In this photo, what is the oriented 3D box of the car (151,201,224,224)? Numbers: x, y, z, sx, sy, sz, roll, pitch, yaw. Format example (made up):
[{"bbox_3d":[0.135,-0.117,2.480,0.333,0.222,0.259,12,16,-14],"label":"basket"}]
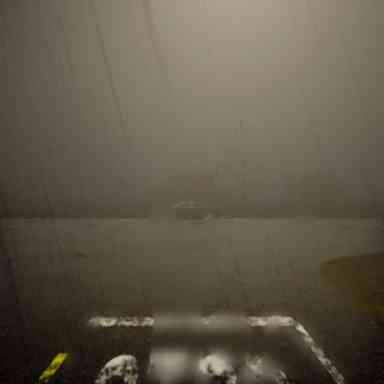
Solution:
[{"bbox_3d":[-0.311,1.351,22.661,4.902,1.511,2.128,0,0,-1],"label":"car"}]
